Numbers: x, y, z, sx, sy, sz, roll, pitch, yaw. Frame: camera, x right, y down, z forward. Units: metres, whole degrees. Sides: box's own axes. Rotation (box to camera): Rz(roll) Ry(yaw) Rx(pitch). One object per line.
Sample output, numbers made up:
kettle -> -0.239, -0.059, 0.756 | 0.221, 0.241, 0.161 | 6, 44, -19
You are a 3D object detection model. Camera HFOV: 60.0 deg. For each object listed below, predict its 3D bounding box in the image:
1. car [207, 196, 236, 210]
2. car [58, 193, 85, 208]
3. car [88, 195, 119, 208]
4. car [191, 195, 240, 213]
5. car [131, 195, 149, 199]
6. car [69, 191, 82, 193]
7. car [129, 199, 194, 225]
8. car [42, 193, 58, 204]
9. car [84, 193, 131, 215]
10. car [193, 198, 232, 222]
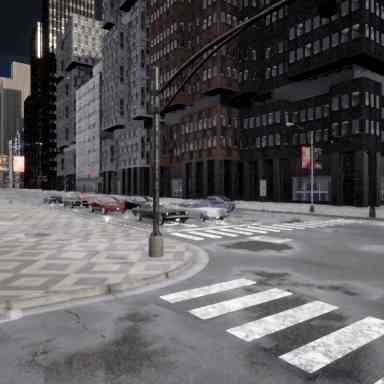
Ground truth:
car -> 1.022, 1.238, 29.187 | 2.033, 1.411, 5.357 | 0, 1, -36
car -> -13.114, 1.088, 37.377 | 1.895, 1.301, 4.718 | 0, 1, -36
car -> -10.533, 1.082, 39.352 | 1.895, 1.301, 4.718 | 0, 1, -36
car -> 2.240, 1.145, 33.061 | 2.128, 1.511, 4.902 | 0, 1, -36
car -> -5.043, 1.094, 31.714 | 1.882, 1.535, 5.008 | 0, 1, -36
car -> -16.491, 0.681, 47.691 | 2.097, 1.767, 4.553 | 0, 1, -36
car -> -2.156, 1.355, 22.133 | 1.895, 1.301, 4.718 | 0, 1, -36
car -> -19.336, 0.876, 46.087 | 2.033, 1.411, 5.357 | 0, 1, -35
car -> -7.638, 1.100, 29.753 | 1.882, 1.535, 5.008 | 0, 1, -36
car -> 0.441, 1.350, 24.089 | 1.895, 1.301, 4.718 | 0, 1, -36
